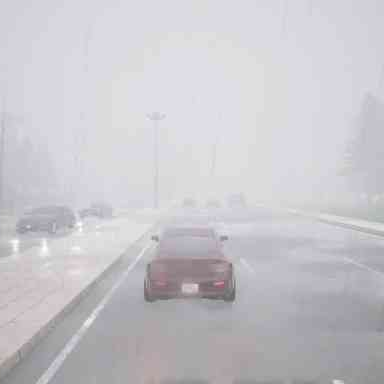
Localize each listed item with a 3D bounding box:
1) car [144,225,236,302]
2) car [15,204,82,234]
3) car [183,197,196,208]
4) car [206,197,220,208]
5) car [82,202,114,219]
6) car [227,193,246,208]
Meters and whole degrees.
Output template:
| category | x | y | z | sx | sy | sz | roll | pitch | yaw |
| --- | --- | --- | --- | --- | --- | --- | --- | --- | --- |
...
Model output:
| category | x | y | z | sx | sy | sz | roll | pitch | yaw |
| --- | --- | --- | --- | --- | --- | --- | --- | --- | --- |
| car | -0.057 | 1.526 | 8.148 | 1.812 | 1.442 | 4.674 | 0 | 0 | -1 |
| car | -8.246 | 1.505 | 19.180 | 1.837 | 1.490 | 4.892 | 0 | 0 | 0 |
| car | -0.442 | 1.505 | 49.194 | 1.837 | 1.490 | 4.892 | 0 | 0 | -1 |
| car | 3.058 | 1.526 | 49.235 | 1.812 | 1.442 | 4.674 | 0 | 0 | -1 |
| car | -8.284 | 1.601 | 29.124 | 1.895 | 1.301 | 4.718 | 0 | 0 | 0 |
| car | 6.558 | 1.221 | 49.221 | 2.150 | 2.045 | 5.566 | 0 | 0 | -1 |
